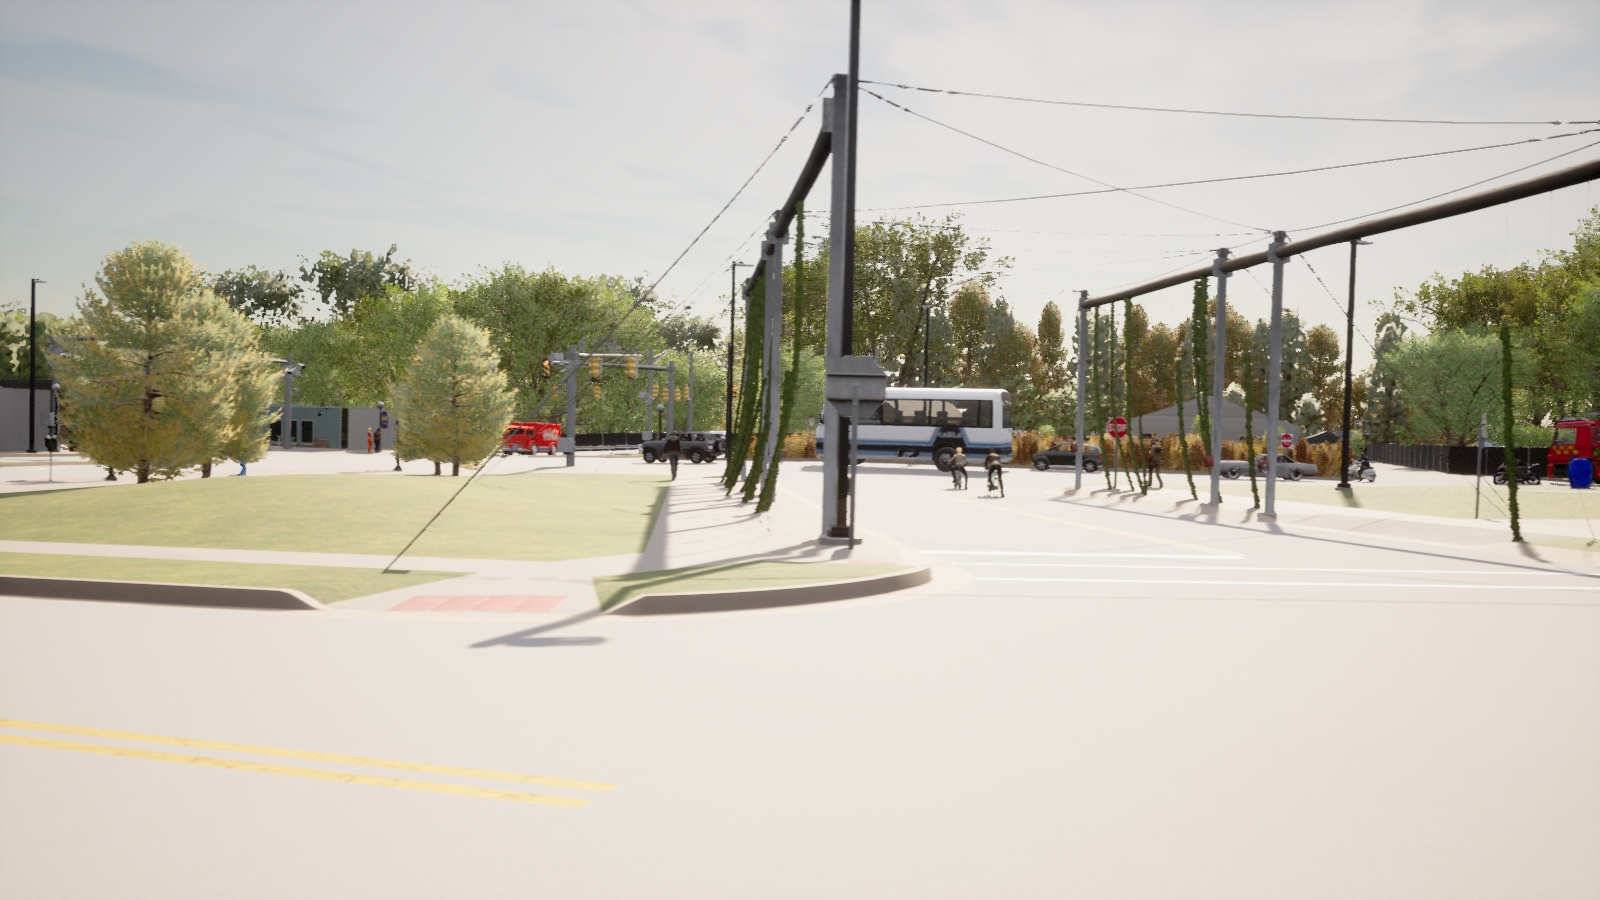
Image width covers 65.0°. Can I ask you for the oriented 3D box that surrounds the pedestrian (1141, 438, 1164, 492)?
[{"bbox_3d":[12.814,0.536,45.630,0.396,1.930,0.692,1,2,-19],"label":"pedestrian"}]

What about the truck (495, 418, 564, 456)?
[{"bbox_3d":[-19.301,-0.893,89.933,2.627,2.467,5.204,2,0,16],"label":"truck"}]

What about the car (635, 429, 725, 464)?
[{"bbox_3d":[-6.686,-0.231,69.904,4.605,1.855,1.932,1,1,20],"label":"car"}]

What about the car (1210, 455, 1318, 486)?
[{"bbox_3d":[22.932,1.016,62.197,4.718,1.301,1.895,2,1,9],"label":"car"}]

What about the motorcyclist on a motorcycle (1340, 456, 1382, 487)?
[{"bbox_3d":[29.673,1.138,66.429,1.817,1.590,0.866,2,1,-12],"label":"motorcyclist on a motorcycle"}]

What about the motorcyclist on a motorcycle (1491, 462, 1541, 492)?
[{"bbox_3d":[37.784,1.424,66.275,2.191,1.530,0.866,1,0,23],"label":"motorcyclist on a motorcycle"}]

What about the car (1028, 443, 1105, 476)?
[{"bbox_3d":[14.079,0.474,66.283,3.705,1.549,1.789,2,2,19],"label":"car"}]

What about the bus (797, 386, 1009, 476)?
[{"bbox_3d":[5.380,-1.084,65.534,10.273,4.253,3.944,2,2,20],"label":"bus"}]

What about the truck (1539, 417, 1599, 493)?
[{"bbox_3d":[42.605,0.257,63.656,2.891,3.827,8.468,1,-1,-32],"label":"truck"}]

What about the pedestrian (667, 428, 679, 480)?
[{"bbox_3d":[-4.604,0.140,45.588,0.376,1.854,0.720,2,2,-5],"label":"pedestrian"}]
